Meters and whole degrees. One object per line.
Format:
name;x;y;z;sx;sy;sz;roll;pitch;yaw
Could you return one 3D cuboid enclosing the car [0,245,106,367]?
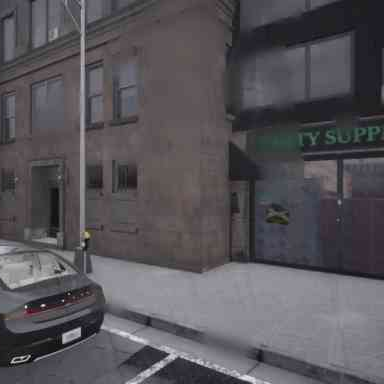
car;-3.273;1.551;5.413;4.403;1.369;2.008;0;0;36
